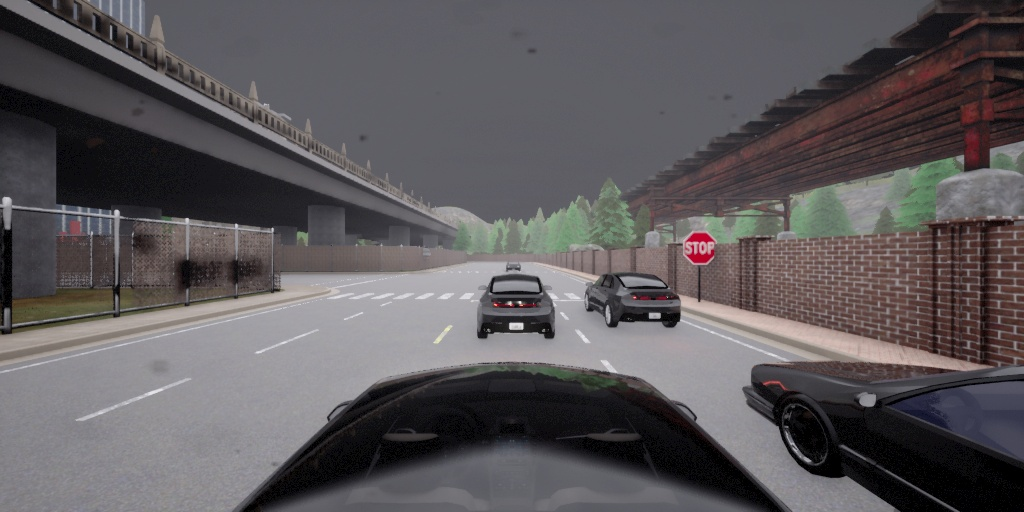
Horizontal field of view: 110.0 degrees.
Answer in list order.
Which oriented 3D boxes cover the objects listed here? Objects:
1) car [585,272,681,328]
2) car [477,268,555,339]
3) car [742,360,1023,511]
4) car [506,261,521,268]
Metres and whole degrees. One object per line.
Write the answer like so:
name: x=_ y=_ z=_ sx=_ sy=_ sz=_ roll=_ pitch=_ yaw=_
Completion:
car: x=3.596 y=1.255 z=11.433 sx=1.837 sy=1.490 sz=4.892 roll=0 pitch=0 yaw=0
car: x=0.095 y=1.255 z=10.073 sx=1.837 sy=1.490 sz=4.892 roll=0 pitch=0 yaw=0
car: x=3.600 y=1.297 z=1.687 sx=2.033 sy=1.411 sz=5.357 roll=0 pitch=0 yaw=0
car: x=0.164 y=1.351 z=46.352 sx=1.895 sy=1.301 sz=4.718 roll=0 pitch=0 yaw=-1
